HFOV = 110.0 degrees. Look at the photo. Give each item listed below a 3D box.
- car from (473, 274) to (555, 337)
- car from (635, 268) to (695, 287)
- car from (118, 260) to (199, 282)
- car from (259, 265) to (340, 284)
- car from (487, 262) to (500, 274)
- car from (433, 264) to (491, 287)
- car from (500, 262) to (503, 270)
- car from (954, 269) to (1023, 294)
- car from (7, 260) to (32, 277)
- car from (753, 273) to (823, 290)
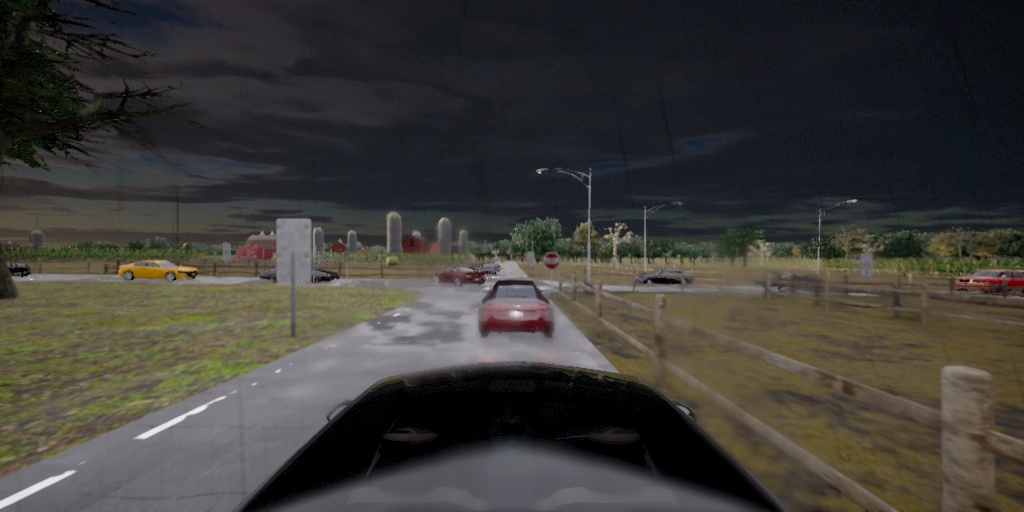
[{"bbox_3d":[0.102,1.401,10.674,1.994,1.385,4.181,0,-1,0],"label":"car"},{"bbox_3d":[12.761,1.776,30.263,4.902,1.511,2.128,1,0,0],"label":"car"},{"bbox_3d":[-26.567,1.071,27.101,5.008,1.535,1.882,1,0,0],"label":"car"},{"bbox_3d":[-16.017,1.313,27.156,5.357,1.411,2.033,1,0,0],"label":"car"},{"bbox_3d":[-2.793,1.660,44.478,1.837,1.490,4.892,0,-1,-1],"label":"car"},{"bbox_3d":[-4.085,1.449,26.922,1.882,1.535,5.008,2,-1,-42],"label":"car"},{"bbox_3d":[-2.821,1.739,55.257,2.128,1.511,4.902,0,-1,0],"label":"car"},{"bbox_3d":[40.983,2.171,30.386,5.566,2.045,2.150,2,0,0],"label":"car"},{"bbox_3d":[-39.539,0.760,27.045,4.553,1.767,2.097,1,0,0],"label":"car"},{"bbox_3d":[23.235,2.113,30.322,4.718,1.301,1.895,1,0,0],"label":"car"}]
